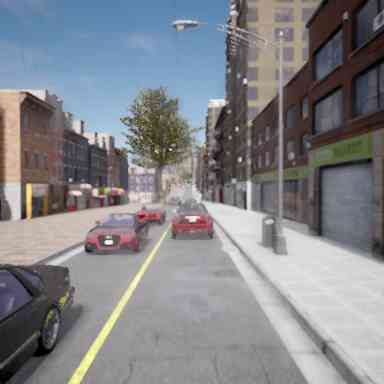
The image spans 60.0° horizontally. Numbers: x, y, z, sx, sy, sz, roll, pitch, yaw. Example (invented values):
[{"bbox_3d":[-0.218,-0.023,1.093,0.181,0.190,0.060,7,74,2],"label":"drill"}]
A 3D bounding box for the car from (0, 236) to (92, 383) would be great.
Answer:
[{"bbox_3d":[-2.861,1.547,3.335,2.033,1.411,5.357,0,0,0],"label":"car"}]

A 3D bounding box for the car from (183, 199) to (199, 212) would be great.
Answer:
[{"bbox_3d":[-0.089,1.589,40.675,1.837,1.490,4.892,0,0,0],"label":"car"}]

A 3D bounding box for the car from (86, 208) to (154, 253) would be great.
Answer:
[{"bbox_3d":[-2.906,1.565,13.590,1.994,1.385,4.181,0,0,-1],"label":"car"}]

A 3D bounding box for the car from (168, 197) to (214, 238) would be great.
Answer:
[{"bbox_3d":[0.019,1.355,17.974,2.097,1.767,4.553,0,0,0],"label":"car"}]

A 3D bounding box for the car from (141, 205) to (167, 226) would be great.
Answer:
[{"bbox_3d":[-2.915,1.619,23.888,1.895,1.301,4.718,0,0,0],"label":"car"}]
